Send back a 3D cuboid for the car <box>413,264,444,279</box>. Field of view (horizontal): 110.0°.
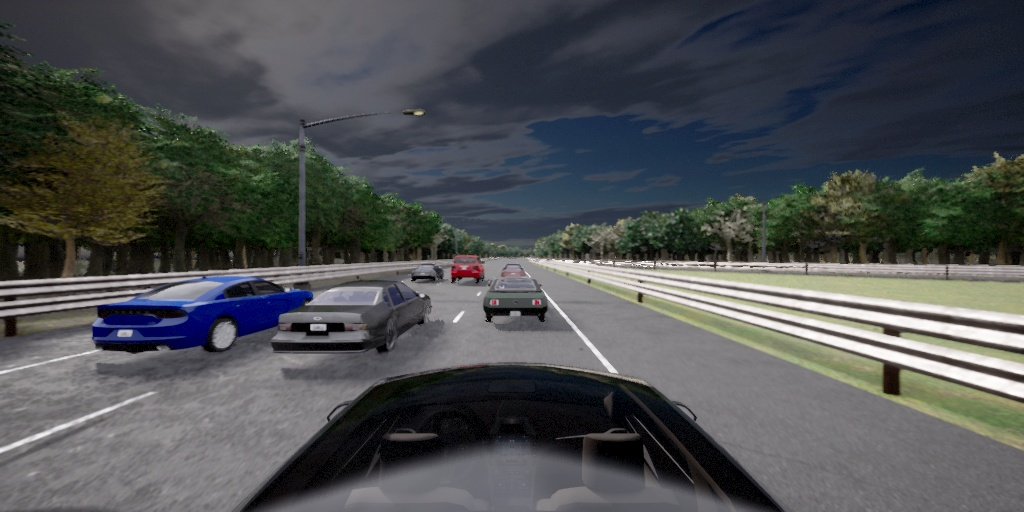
[{"bbox_3d":[-6.894,1.331,29.712,1.994,1.385,4.181,0,0,0],"label":"car"}]

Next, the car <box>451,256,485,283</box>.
[{"bbox_3d":[-3.400,0.986,28.228,2.150,2.045,5.566,0,0,0],"label":"car"}]

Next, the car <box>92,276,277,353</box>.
[{"bbox_3d":[-6.897,1.229,8.865,1.882,1.535,5.008,0,0,0],"label":"car"}]

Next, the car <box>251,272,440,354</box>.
[{"bbox_3d":[-3.399,1.299,8.796,2.033,1.411,5.357,0,0,0],"label":"car"}]

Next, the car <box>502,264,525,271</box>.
[{"bbox_3d":[0.105,1.331,29.671,1.994,1.385,4.181,0,0,0],"label":"car"}]

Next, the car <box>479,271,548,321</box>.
[{"bbox_3d":[0.103,1.354,12.423,1.895,1.301,4.718,0,0,0],"label":"car"}]
